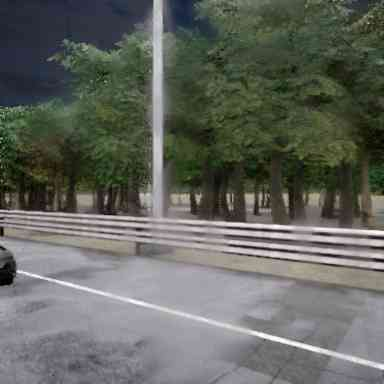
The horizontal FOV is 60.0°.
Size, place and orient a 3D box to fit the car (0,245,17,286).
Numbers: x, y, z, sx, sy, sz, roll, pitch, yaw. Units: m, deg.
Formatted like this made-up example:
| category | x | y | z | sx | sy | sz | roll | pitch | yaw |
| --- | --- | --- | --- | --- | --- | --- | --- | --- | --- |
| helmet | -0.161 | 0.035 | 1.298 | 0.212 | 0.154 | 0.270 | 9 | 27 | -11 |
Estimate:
| category | x | y | z | sx | sy | sz | roll | pitch | yaw |
| --- | --- | --- | --- | --- | --- | --- | --- | --- | --- |
| car | -6.240 | 1.598 | 8.319 | 4.181 | 1.385 | 1.994 | 0 | 0 | 36 |
